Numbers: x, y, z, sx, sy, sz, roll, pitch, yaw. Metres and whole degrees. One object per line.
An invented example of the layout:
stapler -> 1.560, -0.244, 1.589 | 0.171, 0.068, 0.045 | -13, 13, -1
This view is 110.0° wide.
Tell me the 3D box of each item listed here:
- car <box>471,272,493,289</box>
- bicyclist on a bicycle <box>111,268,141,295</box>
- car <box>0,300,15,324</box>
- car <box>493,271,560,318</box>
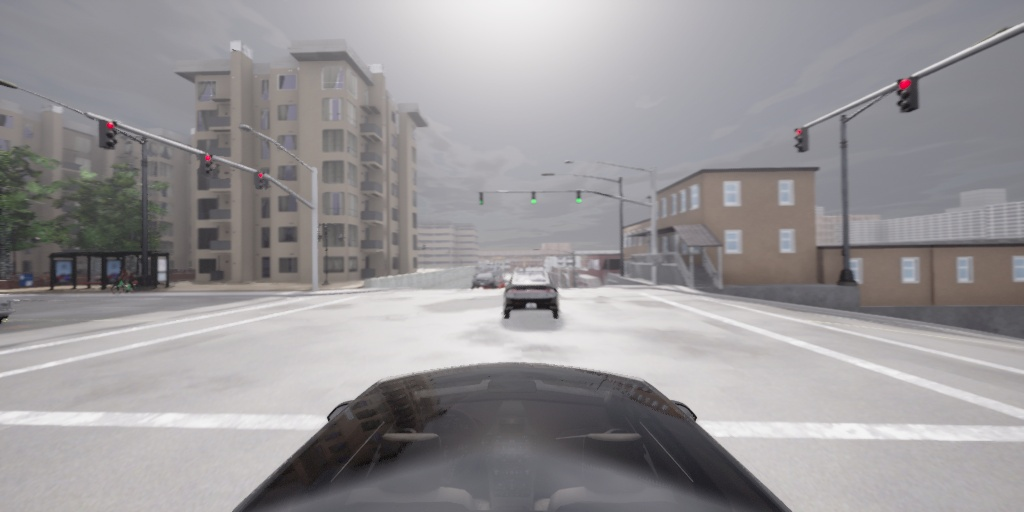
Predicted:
car -> -2.231, 2.119, 30.554 | 1.812, 1.442, 4.674 | -1, -5, 3
bicyclist on a bicycle -> -24.315, 1.602, 22.623 | 0.582, 1.620, 1.656 | -1, 0, 3
car -> -18.985, 1.705, 11.307 | 4.718, 1.301, 1.895 | -1, -1, 3
car -> 0.689, 1.297, 13.250 | 2.128, 1.511, 4.902 | -1, 0, 3
